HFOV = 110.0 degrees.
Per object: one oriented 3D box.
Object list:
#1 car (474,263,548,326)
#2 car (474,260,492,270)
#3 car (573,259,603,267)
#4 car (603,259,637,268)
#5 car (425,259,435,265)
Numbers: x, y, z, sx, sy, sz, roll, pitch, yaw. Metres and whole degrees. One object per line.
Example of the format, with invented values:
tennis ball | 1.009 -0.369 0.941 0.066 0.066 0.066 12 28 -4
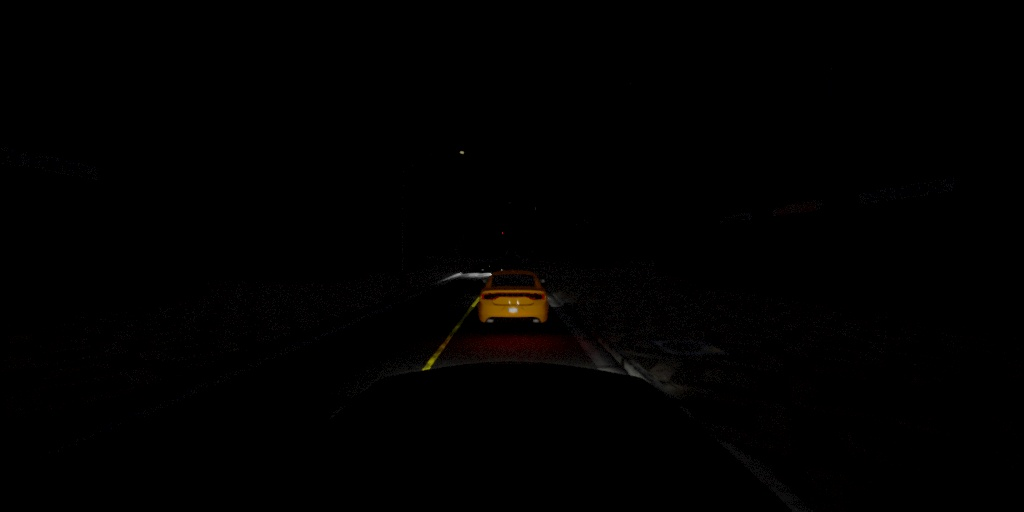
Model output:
car | 0.052 1.169 11.389 1.882 1.535 5.008 0 1 1
car | -3.087 1.138 40.109 1.895 1.301 4.718 0 0 0
car | 12.122 1.215 58.630 4.313 1.339 1.948 0 0 0
car | 17.935 1.262 58.630 4.829 1.417 1.751 0 0 0
car | -14.785 0.808 58.535 4.403 1.370 2.007 0 0 0
